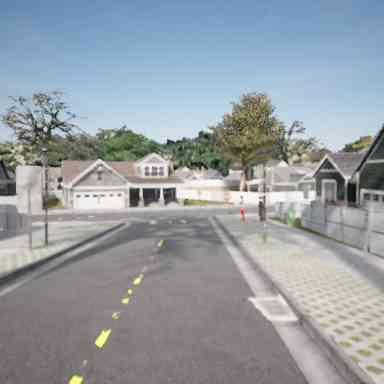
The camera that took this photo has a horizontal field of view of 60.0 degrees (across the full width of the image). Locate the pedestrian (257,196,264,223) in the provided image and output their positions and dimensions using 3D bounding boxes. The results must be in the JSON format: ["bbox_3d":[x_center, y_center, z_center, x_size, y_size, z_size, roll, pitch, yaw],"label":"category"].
[{"bbox_3d":[4.509,1.134,22.100,0.375,1.860,0.375,-3,3,0],"label":"pedestrian"}]

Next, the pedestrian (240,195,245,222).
[{"bbox_3d":[3.508,1.134,23.300,0.375,1.860,0.375,-3,3,0],"label":"pedestrian"}]

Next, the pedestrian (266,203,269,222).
[{"bbox_3d":[4.867,1.134,22.700,0.375,1.860,0.375,-3,3,0],"label":"pedestrian"}]
